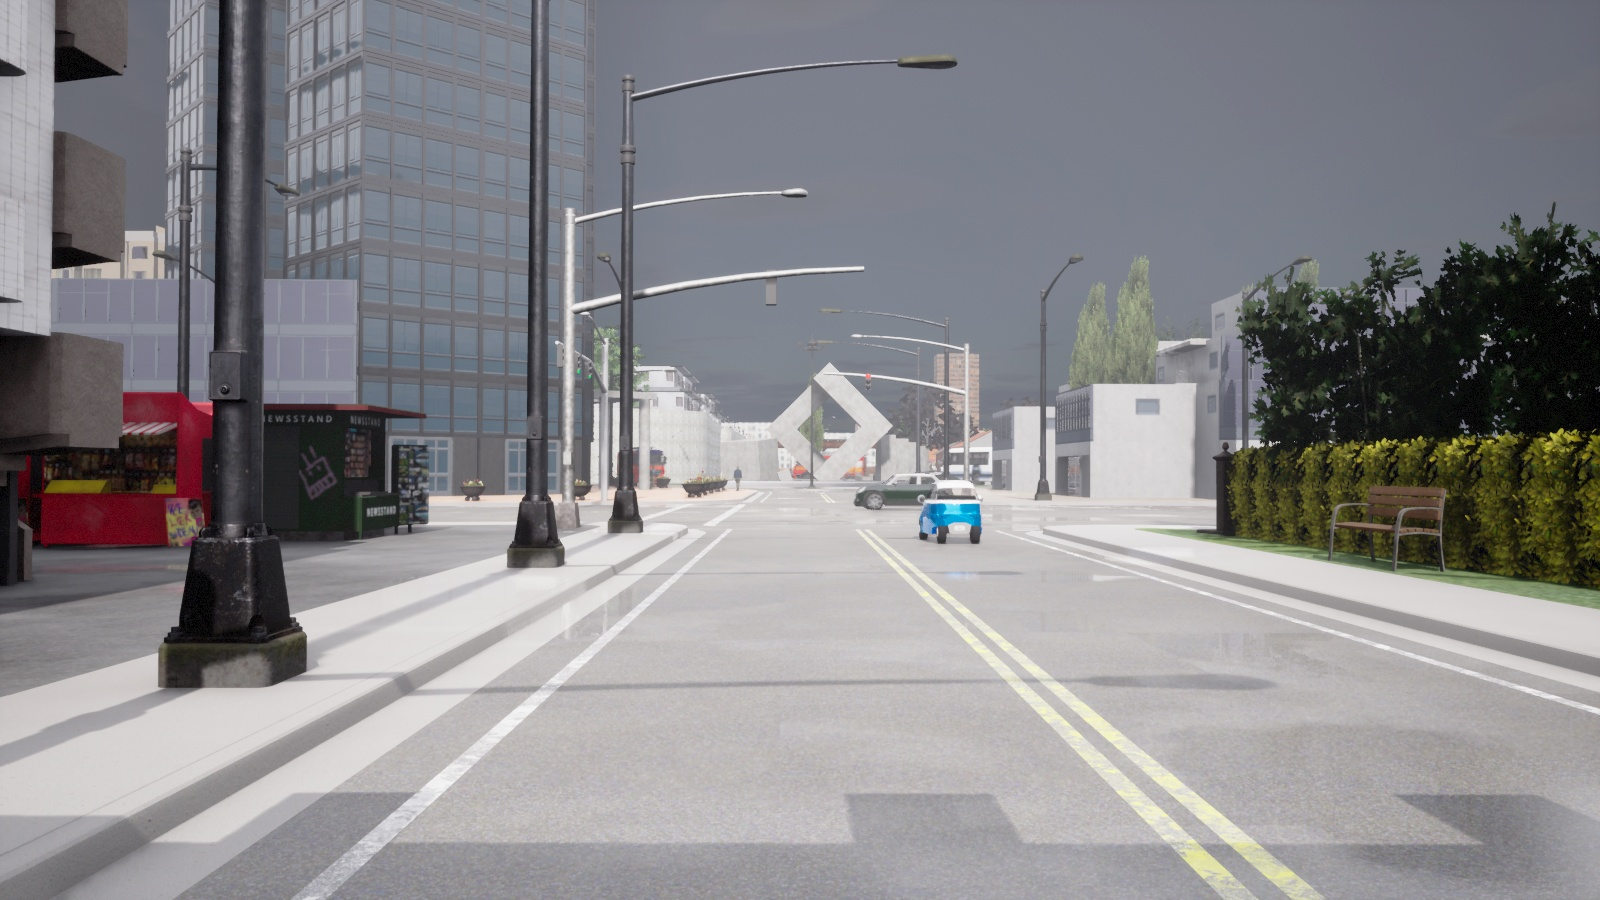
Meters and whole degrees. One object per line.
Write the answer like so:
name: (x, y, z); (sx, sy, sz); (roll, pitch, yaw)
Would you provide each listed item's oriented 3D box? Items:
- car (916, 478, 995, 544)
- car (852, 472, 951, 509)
car: (3.429, 1.324, 27.981); (1.481, 1.376, 2.207); (0, -1, 0)
car: (4.083, 1.630, 51.048); (3.806, 1.475, 1.970); (0, -1, -1)
